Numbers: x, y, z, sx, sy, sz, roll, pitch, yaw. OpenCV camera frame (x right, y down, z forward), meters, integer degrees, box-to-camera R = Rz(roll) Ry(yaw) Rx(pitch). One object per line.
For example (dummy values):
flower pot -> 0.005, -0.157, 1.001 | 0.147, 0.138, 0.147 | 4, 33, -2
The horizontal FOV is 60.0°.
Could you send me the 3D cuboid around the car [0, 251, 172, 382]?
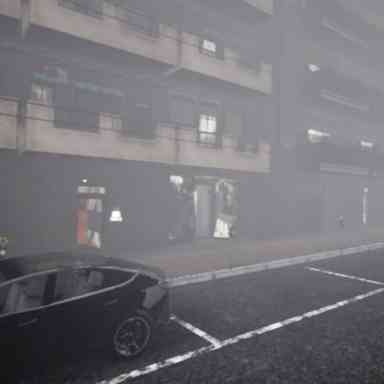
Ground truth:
car -> -2.305, 1.570, 4.434 | 4.313, 1.339, 1.947 | 0, 1, -35
